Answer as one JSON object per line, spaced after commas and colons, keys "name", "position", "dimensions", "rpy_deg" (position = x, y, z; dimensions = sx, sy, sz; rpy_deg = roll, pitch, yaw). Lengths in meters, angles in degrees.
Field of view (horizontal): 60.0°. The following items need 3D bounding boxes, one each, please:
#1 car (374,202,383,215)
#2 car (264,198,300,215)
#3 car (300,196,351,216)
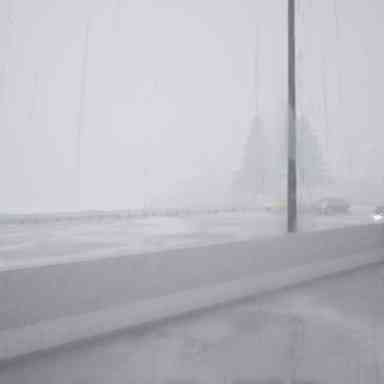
{"name": "car", "position": [18.188, 1.351, 29.820], "dimensions": [4.181, 1.385, 1.994], "rpy_deg": [0, 0, -35]}
{"name": "car", "position": [9.013, 1.307, 31.902], "dimensions": [5.008, 1.535, 1.882], "rpy_deg": [0, 0, -35]}
{"name": "car", "position": [12.272, 1.171, 29.923], "dimensions": [4.553, 1.767, 2.097], "rpy_deg": [0, 0, -35]}
